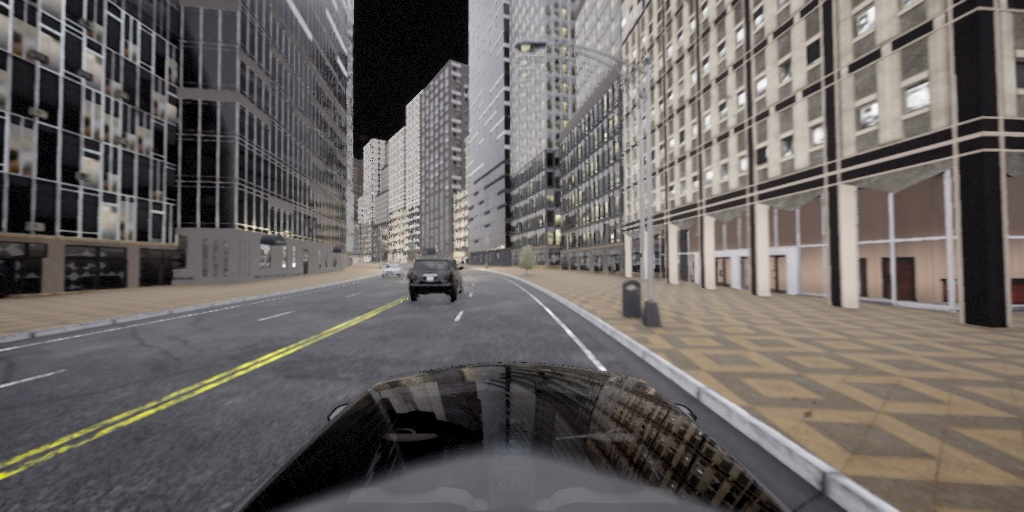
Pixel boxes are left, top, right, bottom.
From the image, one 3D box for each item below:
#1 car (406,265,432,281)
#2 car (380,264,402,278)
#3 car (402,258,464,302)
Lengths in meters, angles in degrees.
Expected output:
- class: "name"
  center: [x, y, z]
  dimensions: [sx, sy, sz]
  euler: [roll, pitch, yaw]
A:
- class: "car"
  center: [-8.907, 1.572, 34.593]
  dimensions: [1.994, 1.385, 4.181]
  euler: [0, 0, -8]
- class: "car"
  center: [-12.802, 1.573, 38.787]
  dimensions: [1.812, 1.442, 4.674]
  euler: [0, 0, -9]
- class: "car"
  center: [-3.742, 1.102, 18.309]
  dimensions: [2.150, 2.045, 5.566]
  euler: [0, 0, -4]
